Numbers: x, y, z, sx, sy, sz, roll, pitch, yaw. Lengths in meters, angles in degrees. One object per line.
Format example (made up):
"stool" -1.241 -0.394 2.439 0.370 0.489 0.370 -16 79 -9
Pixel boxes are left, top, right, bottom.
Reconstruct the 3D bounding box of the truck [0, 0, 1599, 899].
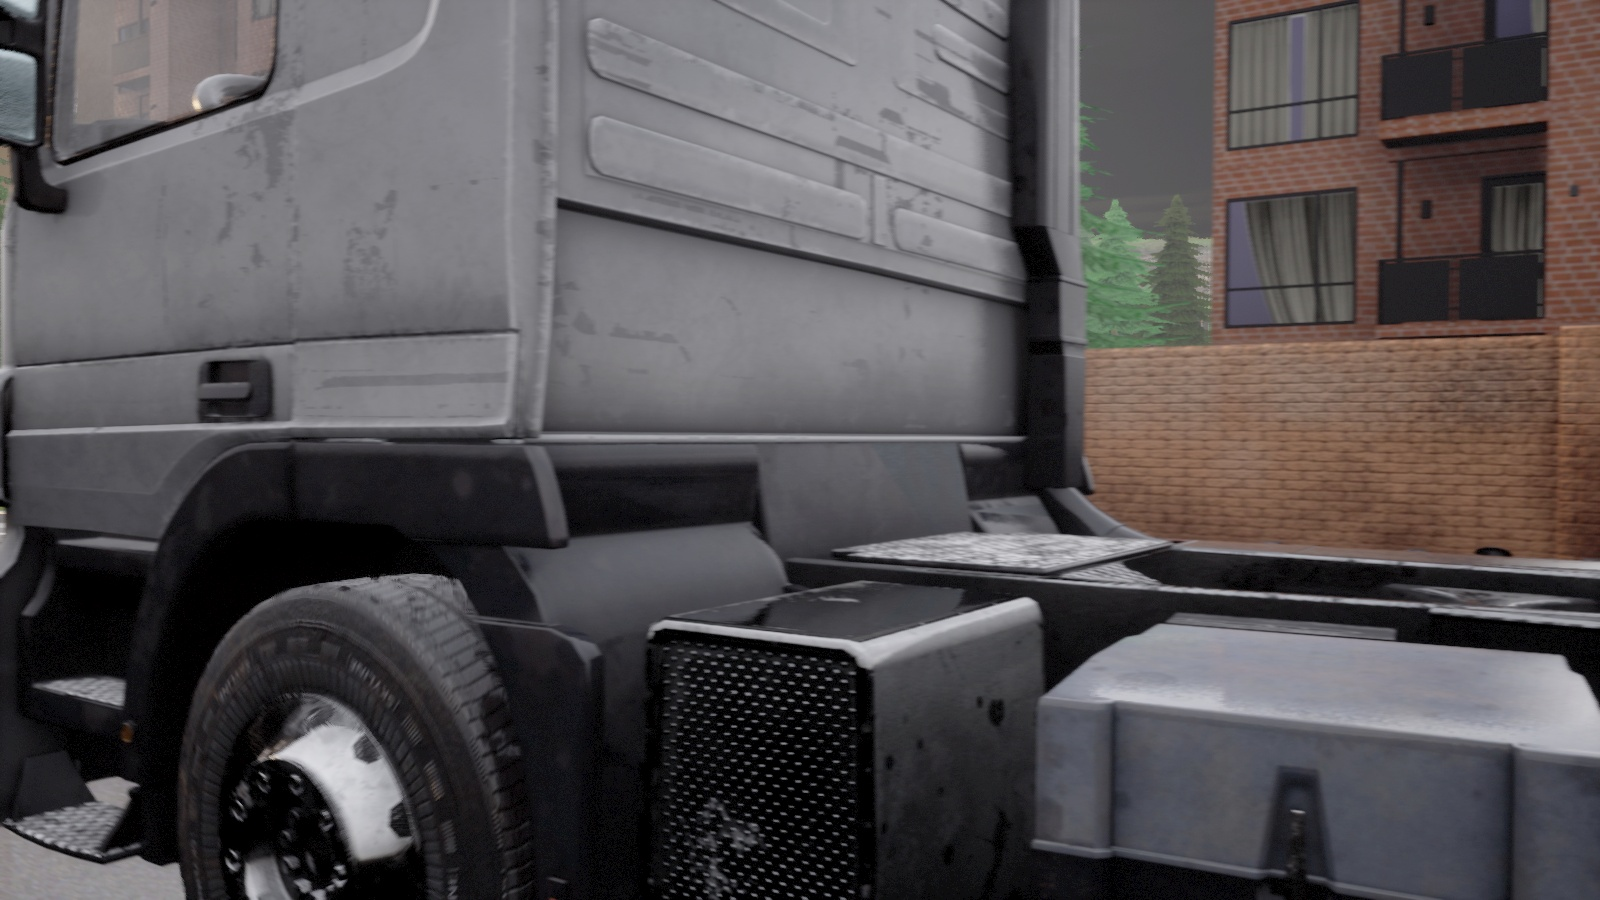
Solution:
"truck" 1.723 -0.300 2.460 7.936 3.462 2.891 0 1 34
